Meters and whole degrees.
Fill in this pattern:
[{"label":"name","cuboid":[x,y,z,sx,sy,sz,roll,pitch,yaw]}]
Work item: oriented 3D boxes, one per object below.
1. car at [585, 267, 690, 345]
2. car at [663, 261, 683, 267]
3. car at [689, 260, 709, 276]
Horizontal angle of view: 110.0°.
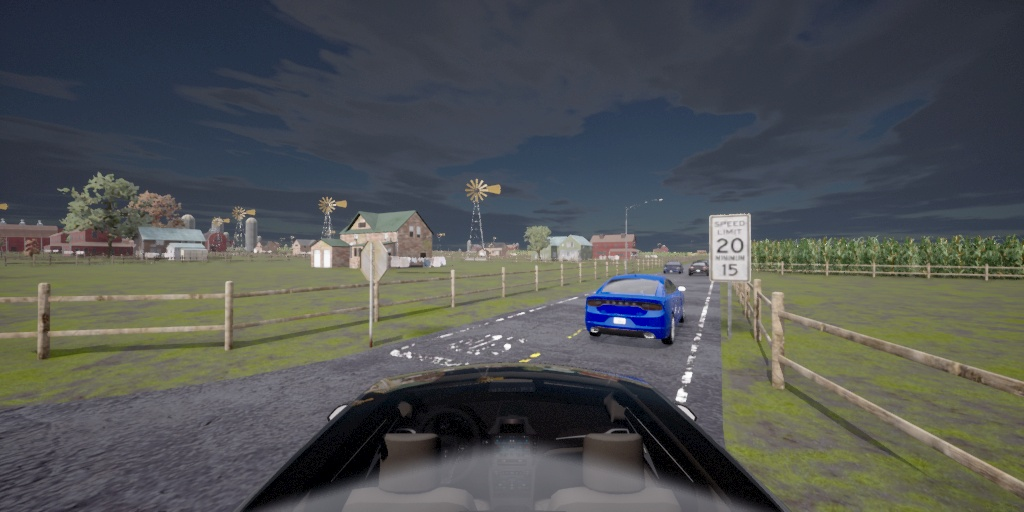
[{"label":"car","cuboid":[3.532,1.229,9.776,1.882,1.535,5.008,0,0,30]},{"label":"car","cuboid":[18.794,1.299,41.615,2.033,1.411,5.357,0,0,30]},{"label":"car","cuboid":[19.245,1.274,36.803,1.812,1.442,4.674,0,0,31]}]
